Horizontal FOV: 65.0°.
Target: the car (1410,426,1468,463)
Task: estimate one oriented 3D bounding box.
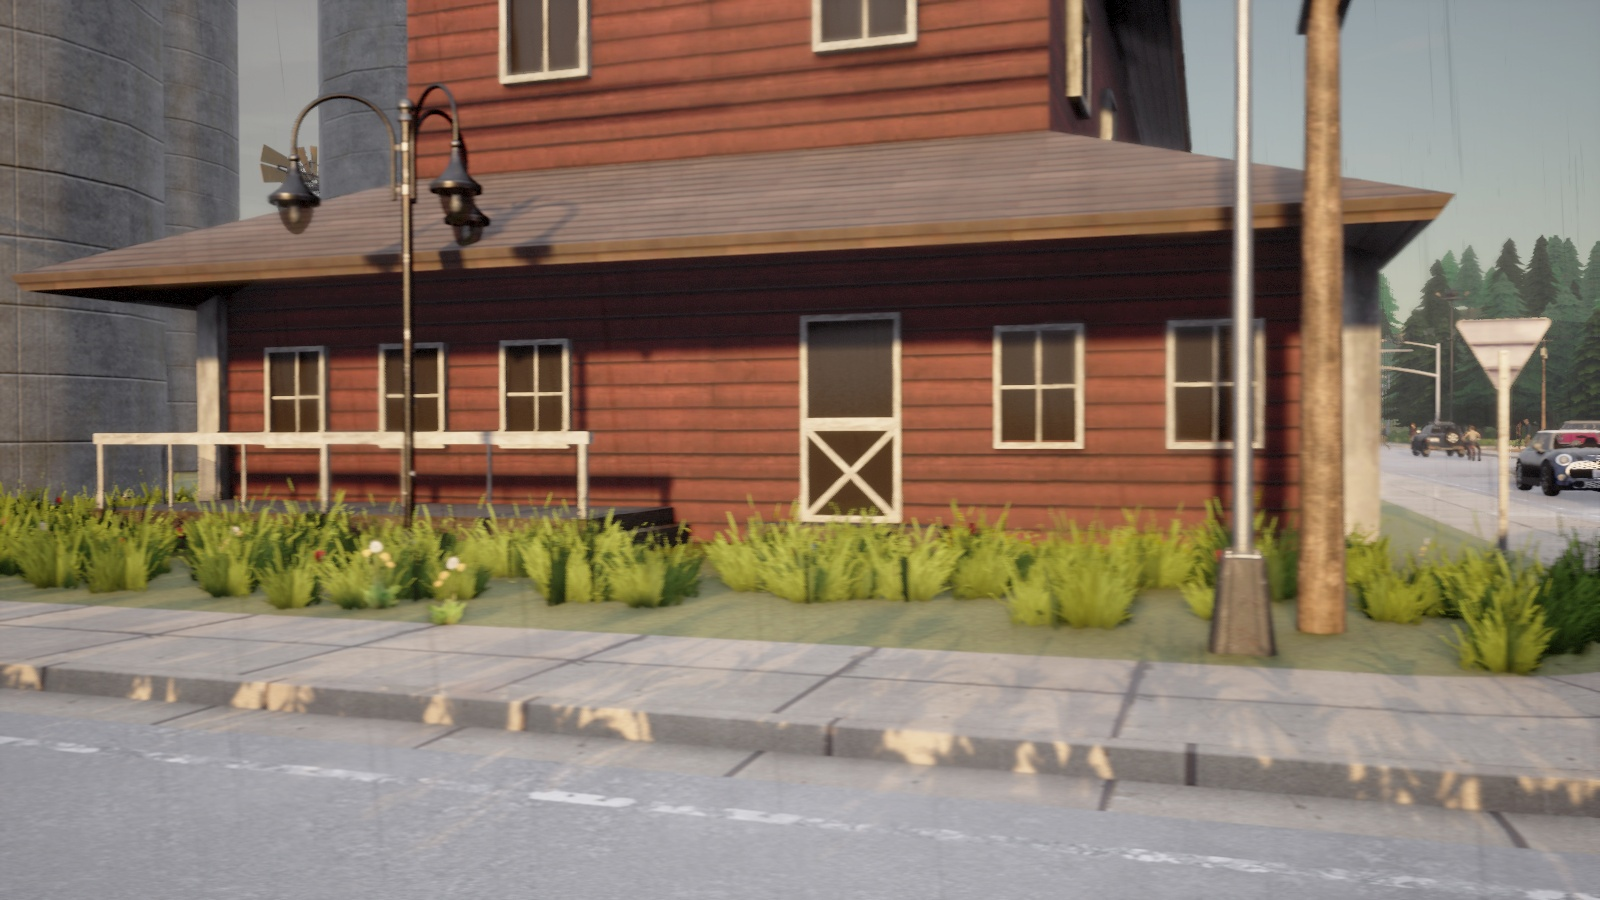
[{"bbox_3d":[33.173,-0.307,65.345,1.932,1.855,4.605,0,1,17],"label":"car"}]

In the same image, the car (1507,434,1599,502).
[{"bbox_3d":[17.854,0.368,28.944,1.970,1.475,3.806,0,1,18],"label":"car"}]

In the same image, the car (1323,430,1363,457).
[{"bbox_3d":[33.168,-0.417,76.821,1.851,1.617,3.988,1,1,18],"label":"car"}]
